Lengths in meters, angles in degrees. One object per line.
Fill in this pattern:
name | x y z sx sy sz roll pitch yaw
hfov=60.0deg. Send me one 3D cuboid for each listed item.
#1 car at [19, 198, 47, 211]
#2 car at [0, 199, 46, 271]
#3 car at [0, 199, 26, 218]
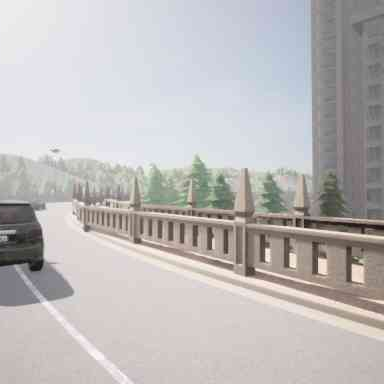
car | -19.612 1.536 41.243 1.994 1.385 4.181 0 0 -10
car | -6.063 1.222 10.239 2.150 2.045 5.566 0 0 -33
car | -17.228 1.463 31.530 1.882 1.535 5.008 0 0 -17
